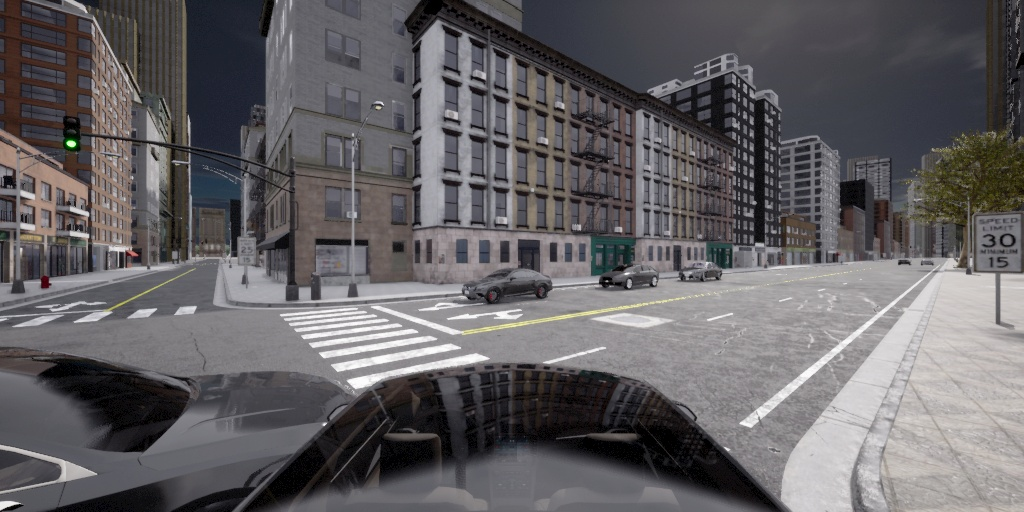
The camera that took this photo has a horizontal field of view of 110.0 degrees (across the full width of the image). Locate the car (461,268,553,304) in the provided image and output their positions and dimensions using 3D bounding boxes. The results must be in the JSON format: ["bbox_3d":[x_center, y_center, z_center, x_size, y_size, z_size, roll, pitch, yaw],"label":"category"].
[{"bbox_3d":[-0.109,1.286,16.706,4.674,1.442,1.812,0,0,-39],"label":"car"}]

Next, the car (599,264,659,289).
[{"bbox_3d":[7.556,1.258,22.963,4.892,1.490,1.837,0,0,-39],"label":"car"}]

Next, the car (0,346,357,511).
[{"bbox_3d":[-3.229,1.257,1.721,4.892,1.490,1.837,0,0,-35],"label":"car"}]

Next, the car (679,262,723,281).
[{"bbox_3d":[15.538,1.235,29.467,4.902,1.511,2.128,0,0,-39],"label":"car"}]
